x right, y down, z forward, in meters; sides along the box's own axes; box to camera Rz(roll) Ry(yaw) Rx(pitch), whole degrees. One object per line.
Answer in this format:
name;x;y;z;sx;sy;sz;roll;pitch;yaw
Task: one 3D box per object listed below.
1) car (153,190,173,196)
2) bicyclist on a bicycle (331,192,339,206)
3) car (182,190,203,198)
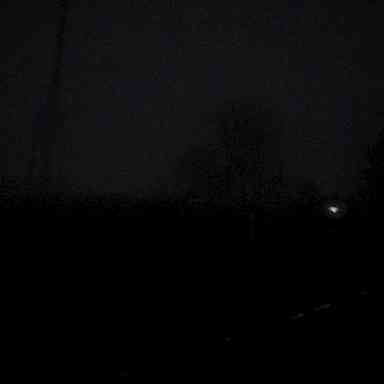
car;-5.835;0.225;66.146;2.033;1.411;5.357;-1;2;-35
bicyclist on a bicycle;17.003;0.864;39.397;1.656;1.620;0.582;0;1;-35
car;0.063;0.423;57.936;1.812;1.442;4.674;-1;2;-35
